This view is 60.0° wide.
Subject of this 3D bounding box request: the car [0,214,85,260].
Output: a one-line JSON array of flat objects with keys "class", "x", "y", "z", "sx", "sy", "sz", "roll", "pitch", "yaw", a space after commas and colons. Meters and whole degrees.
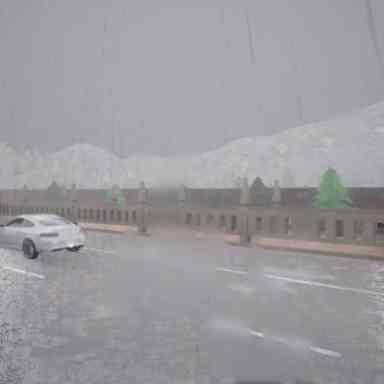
[{"class": "car", "x": -5.960, "y": 1.548, "z": 12.544, "sx": 4.674, "sy": 1.442, "sz": 1.812, "roll": 0, "pitch": 0, "yaw": 36}]
